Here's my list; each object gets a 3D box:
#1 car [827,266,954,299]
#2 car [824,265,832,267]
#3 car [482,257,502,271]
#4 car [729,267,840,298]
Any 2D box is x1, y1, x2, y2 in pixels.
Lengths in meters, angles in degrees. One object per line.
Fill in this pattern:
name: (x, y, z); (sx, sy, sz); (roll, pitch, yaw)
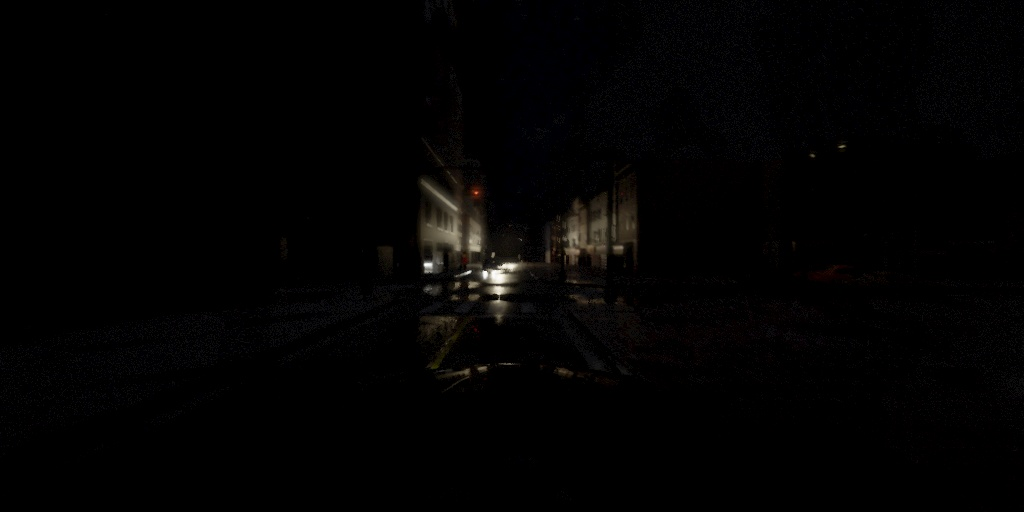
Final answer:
car: (19.009, 1.354, 17.921); (4.829, 1.417, 1.751); (0, 0, 0)
car: (19.092, 1.301, 20.557); (5.008, 1.535, 1.882); (0, 0, 0)
car: (-2.821, 1.061, 46.307); (2.128, 1.511, 4.902); (0, 0, 0)
car: (13.216, 1.351, 17.909); (4.313, 1.339, 1.948); (0, 0, 0)
